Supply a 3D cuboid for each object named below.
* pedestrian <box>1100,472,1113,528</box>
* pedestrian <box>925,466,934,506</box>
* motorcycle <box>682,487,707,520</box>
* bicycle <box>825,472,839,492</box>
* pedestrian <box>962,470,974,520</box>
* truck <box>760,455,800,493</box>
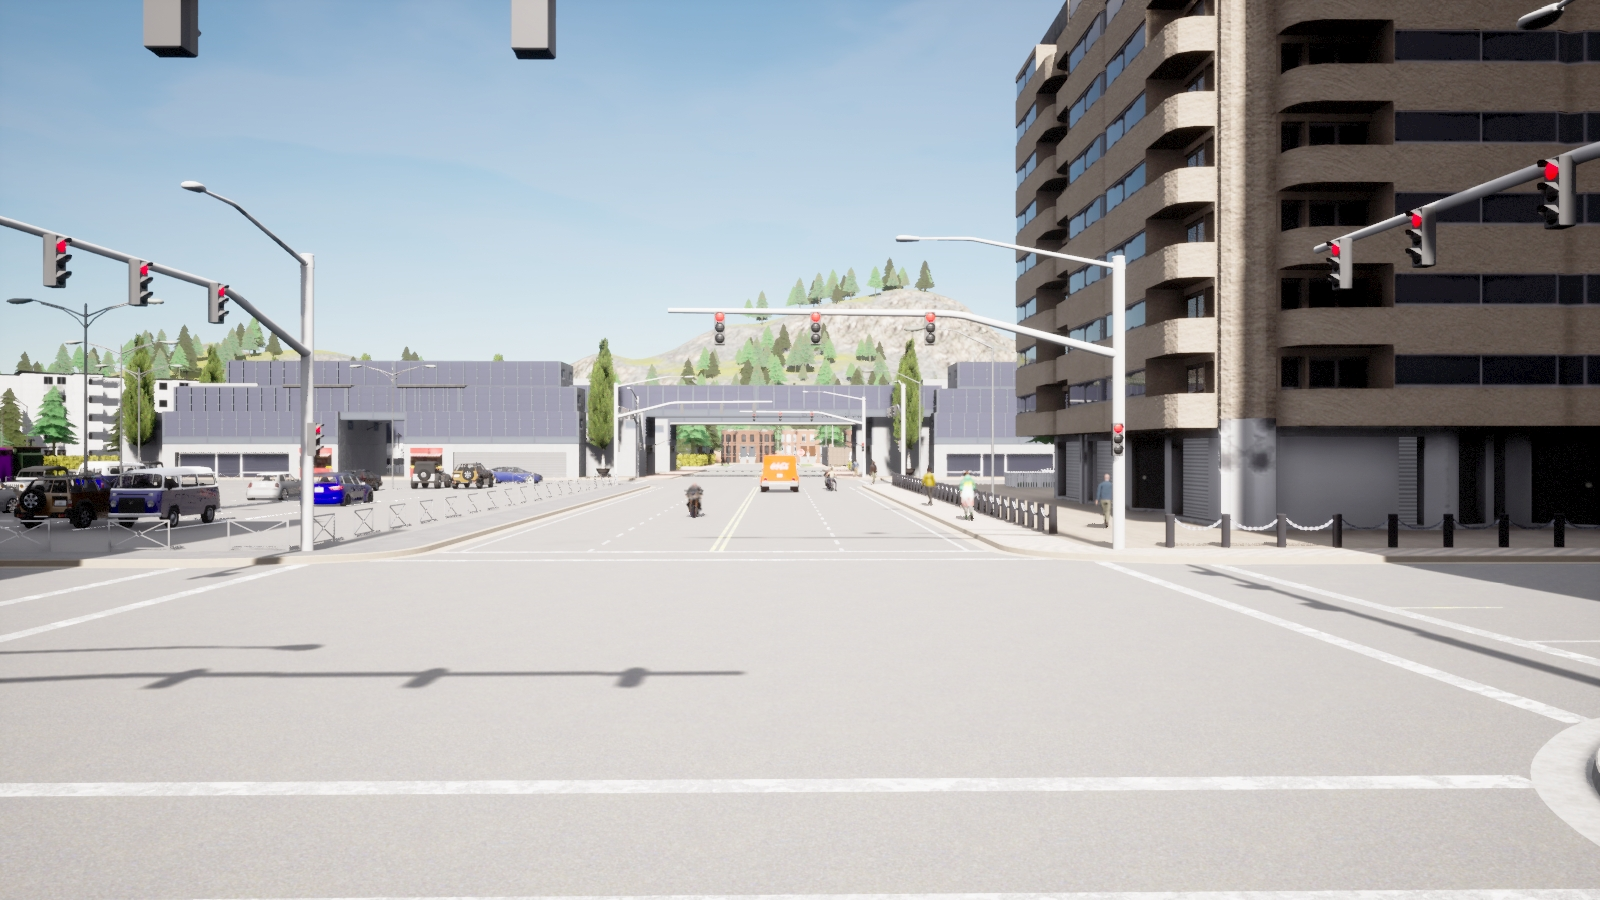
[{"bbox_3d":[10.164,1.648,37.896,0.375,1.860,0.375,0,0,18],"label":"pedestrian"},{"bbox_3d":[6.147,1.695,54.154,0.375,1.860,0.375,0,0,-2],"label":"pedestrian"},{"bbox_3d":[-4.346,2.205,47.162,0.867,1.251,2.209,0,0,-1],"label":"motorcycle"},{"bbox_3d":[2.134,2.158,77.288,0.859,1.276,1.487,0,0,-1],"label":"bicycle"},{"bbox_3d":[6.307,1.695,42.920,0.375,1.860,0.375,0,0,-7],"label":"pedestrian"},{"bbox_3d":[-1.366,1.564,77.071,2.627,2.467,5.204,0,0,-1],"label":"truck"}]
